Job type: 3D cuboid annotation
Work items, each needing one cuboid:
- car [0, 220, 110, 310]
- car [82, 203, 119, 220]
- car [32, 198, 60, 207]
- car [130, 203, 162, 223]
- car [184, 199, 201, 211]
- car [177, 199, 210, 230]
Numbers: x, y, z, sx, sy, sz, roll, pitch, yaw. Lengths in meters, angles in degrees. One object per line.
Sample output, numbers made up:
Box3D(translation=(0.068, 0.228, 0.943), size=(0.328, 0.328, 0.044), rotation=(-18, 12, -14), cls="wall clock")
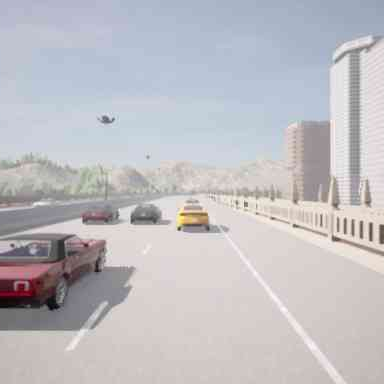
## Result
Box3D(translation=(-3.405, 1.593, 7.751), size=(1.895, 1.301, 4.718), rotation=(0, 0, 0), cls="car")
Box3D(translation=(-6.916, 1.546, 25.498), size=(1.994, 1.385, 4.181), rotation=(0, 0, 0), cls="car")
Box3D(translation=(-17.573, 1.499, 40.365), size=(1.812, 1.442, 4.674), rotation=(0, 0, 0), cls="car")
Box3D(translation=(-3.416, 1.547, 25.246), size=(1.994, 1.385, 4.181), rotation=(0, 0, 0), cls="car")
Box3D(translation=(0.074, 1.539, 40.924), size=(1.994, 1.385, 4.181), rotation=(0, 0, 0), cls="car")
Box3D(translation=(0.087, 1.463, 21.223), size=(1.882, 1.535, 5.008), rotation=(0, 0, 0), cls="car")
